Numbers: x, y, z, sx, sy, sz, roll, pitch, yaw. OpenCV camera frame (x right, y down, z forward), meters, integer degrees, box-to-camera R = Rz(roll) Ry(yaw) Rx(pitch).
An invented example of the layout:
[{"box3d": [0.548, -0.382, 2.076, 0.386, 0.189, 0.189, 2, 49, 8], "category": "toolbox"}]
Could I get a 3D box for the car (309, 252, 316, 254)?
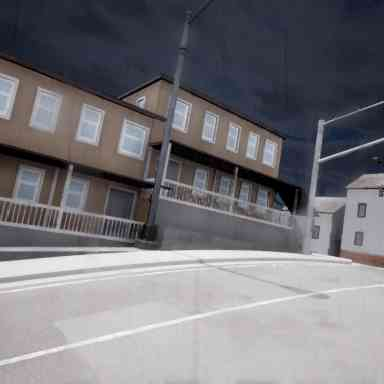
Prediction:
[{"box3d": [10.835, 6.154, 30.236, 1.895, 1.301, 4.718, 14, -17, -34], "category": "car"}]
